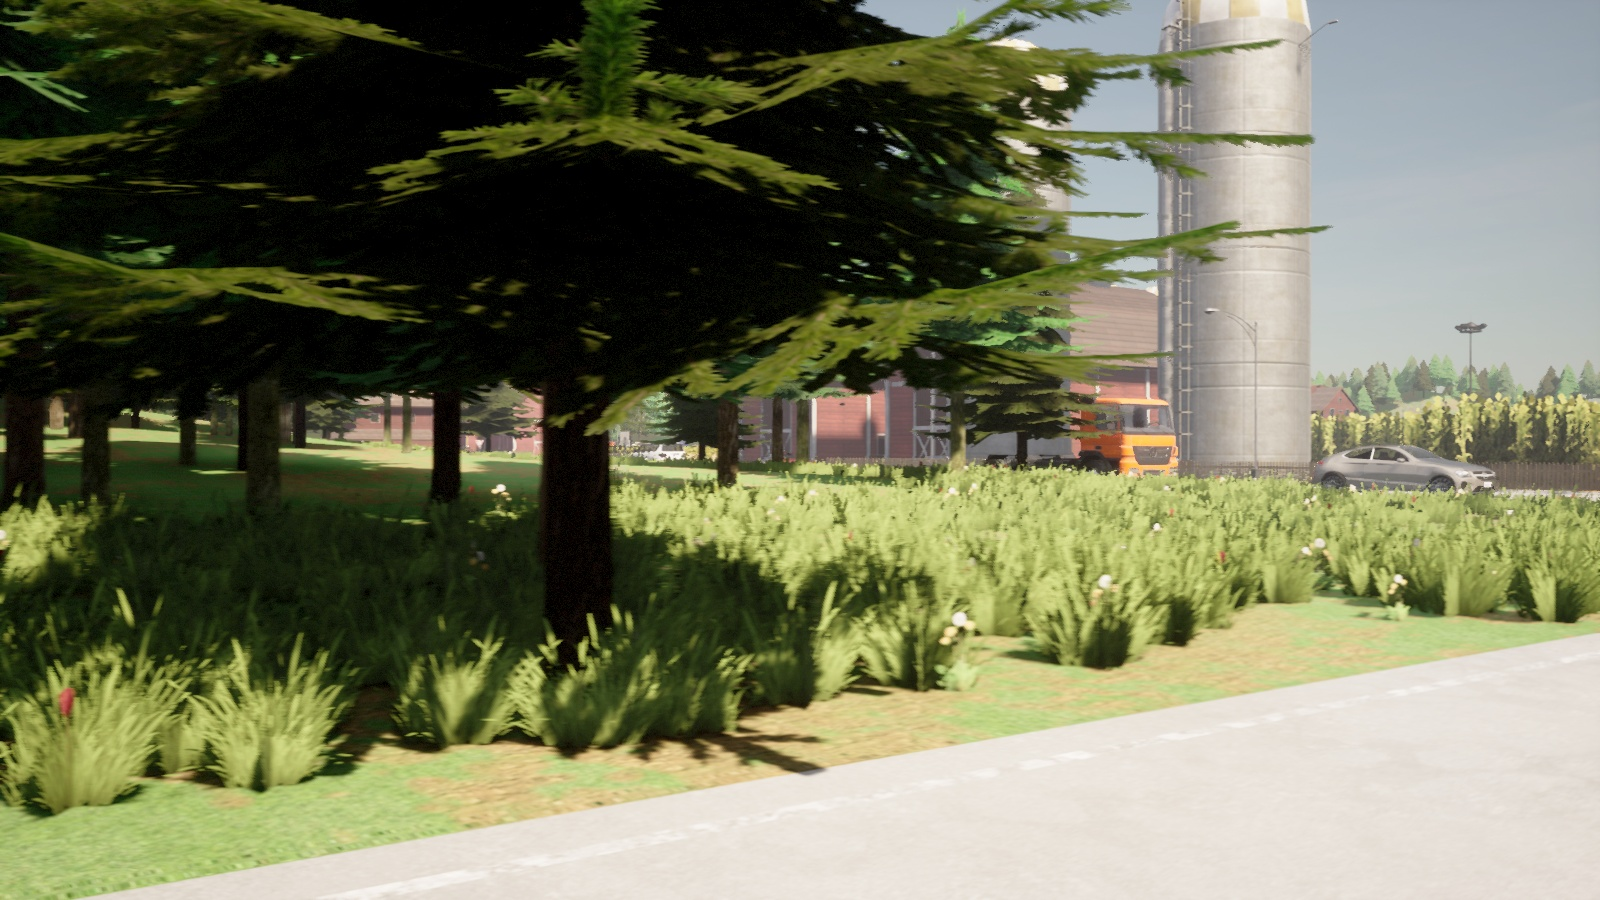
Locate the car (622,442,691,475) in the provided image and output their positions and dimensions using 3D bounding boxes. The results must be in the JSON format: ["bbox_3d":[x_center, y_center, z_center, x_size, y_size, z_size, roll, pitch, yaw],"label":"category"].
[{"bbox_3d":[-9.519,0.547,82.733,2.150,2.045,5.566,0,0,-34],"label":"car"}]

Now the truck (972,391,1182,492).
[{"bbox_3d":[10.264,-0.282,47.515,2.891,3.462,7.936,0,0,-34],"label":"truck"}]

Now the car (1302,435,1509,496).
[{"bbox_3d":[17.602,0.436,36.756,2.152,1.651,5.027,0,0,-34],"label":"car"}]
